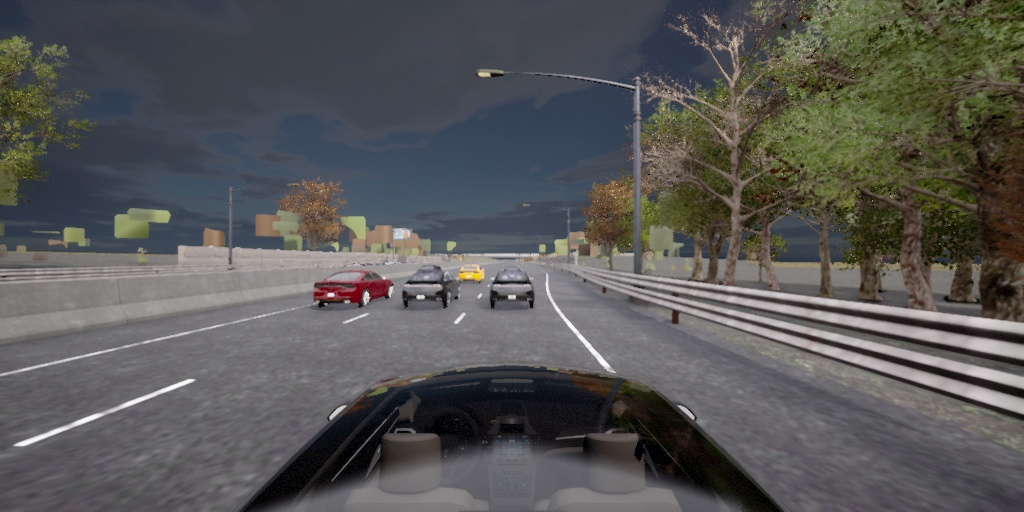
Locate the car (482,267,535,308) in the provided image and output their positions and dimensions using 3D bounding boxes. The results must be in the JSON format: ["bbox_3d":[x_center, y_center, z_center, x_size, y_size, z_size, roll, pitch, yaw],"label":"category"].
[{"bbox_3d":[0.008,1.379,16.146,2.128,1.511,4.902,0,0,0],"label":"car"}]

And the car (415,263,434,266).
[{"bbox_3d":[-6.988,1.544,31.147,1.837,1.490,4.892,0,0,0],"label":"car"}]

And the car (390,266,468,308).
[{"bbox_3d":[-3.492,1.379,16.147,2.128,1.511,4.902,0,0,0],"label":"car"}]

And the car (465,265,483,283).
[{"bbox_3d":[-3.485,1.516,31.336,1.882,1.535,5.008,0,0,0],"label":"car"}]

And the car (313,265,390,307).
[{"bbox_3d":[-6.990,1.366,16.331,1.882,1.535,5.008,0,0,0],"label":"car"}]
